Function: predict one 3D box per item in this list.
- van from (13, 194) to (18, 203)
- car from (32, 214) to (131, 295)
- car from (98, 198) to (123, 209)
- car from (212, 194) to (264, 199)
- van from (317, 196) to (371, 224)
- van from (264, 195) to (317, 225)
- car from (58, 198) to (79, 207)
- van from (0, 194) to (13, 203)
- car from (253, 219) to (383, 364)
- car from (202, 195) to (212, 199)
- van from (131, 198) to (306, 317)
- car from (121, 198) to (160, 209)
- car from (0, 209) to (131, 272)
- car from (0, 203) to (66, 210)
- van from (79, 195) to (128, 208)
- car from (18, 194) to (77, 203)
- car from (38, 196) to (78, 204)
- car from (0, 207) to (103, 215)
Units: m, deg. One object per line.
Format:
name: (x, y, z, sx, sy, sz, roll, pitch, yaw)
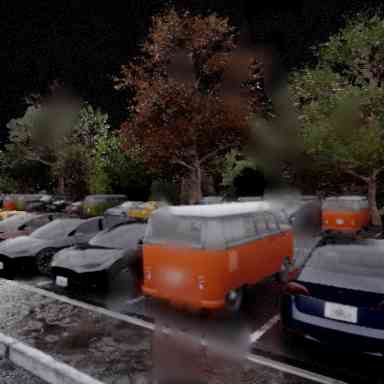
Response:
van: (-16.395, 1.256, 35.943, 1.878, 1.987, 4.442, 0, 0, 35)
car: (-1.411, 1.505, 9.102, 2.163, 1.488, 4.792, 0, 0, 35)
car: (-5.162, 1.506, 27.837, 2.002, 1.452, 4.674, 0, 0, 35)
car: (3.960, 1.201, 21.329, 2.435, 2.045, 5.566, 0, 0, 35)
van: (8.563, 1.219, 18.242, 1.878, 1.987, 4.442, 0, 0, 35)
van: (6.168, 1.223, 19.654, 1.878, 1.987, 4.442, 0, 0, 35)
car: (-9.582, 1.512, 30.965, 2.002, 1.452, 4.674, 0, 0, 35)
van: (-18.553, 1.259, 37.473, 1.878, 1.987, 4.442, 0, 0, 35)
car: (3.152, 1.499, 5.938, 2.163, 1.488, 4.792, 0, 0, 35)
car: (1.701, 1.204, 22.931, 2.435, 2.045, 5.566, 0, 0, 35)
van: (0.937, 1.246, 7.615, 1.878, 1.987, 4.442, 0, 0, 35)
car: (-2.806, 1.462, 26.156, 2.097, 1.535, 5.008, 0, 0, 35)
car: (-3.676, 1.509, 10.708, 2.163, 1.488, 4.792, 0, 0, 35)
car: (-8.295, 1.483, 13.793, 1.946, 1.575, 5.366, 0, 0, 35)
van: (-7.357, 1.243, 29.532, 1.878, 1.987, 4.442, 0, 0, 35)
car: (-14.219, 1.228, 34.222, 2.435, 2.045, 5.566, 0, 0, 35)
car: (-11.844, 1.475, 32.566, 2.097, 1.535, 5.008, 0, 0, 35)
car: (-5.940, 1.512, 12.314, 2.163, 1.488, 4.792, 0, 0, 35)
